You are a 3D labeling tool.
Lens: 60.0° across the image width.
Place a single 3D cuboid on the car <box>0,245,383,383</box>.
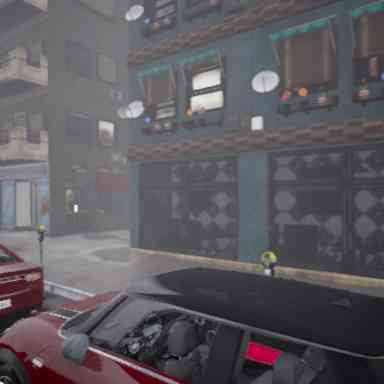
[{"bbox_3d":[-0.057,1.426,2.934,4.097,1.590,1.967,1,-1,36],"label":"car"}]
